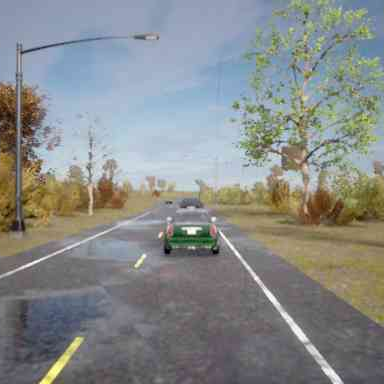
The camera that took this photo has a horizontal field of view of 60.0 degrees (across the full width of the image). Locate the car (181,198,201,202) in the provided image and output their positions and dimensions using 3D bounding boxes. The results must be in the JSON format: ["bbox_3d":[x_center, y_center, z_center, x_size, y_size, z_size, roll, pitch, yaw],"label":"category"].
[{"bbox_3d":[-0.083,1.492,29.023,2.150,2.045,5.566,0,0,0],"label":"car"}]

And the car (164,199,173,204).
[{"bbox_3d":[-5.119,2.241,72.295,1.895,1.301,4.718,0,0,-8],"label":"car"}]

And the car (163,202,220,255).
[{"bbox_3d":[-0.017,1.485,14.095,2.097,1.767,4.553,0,-1,0],"label":"car"}]
